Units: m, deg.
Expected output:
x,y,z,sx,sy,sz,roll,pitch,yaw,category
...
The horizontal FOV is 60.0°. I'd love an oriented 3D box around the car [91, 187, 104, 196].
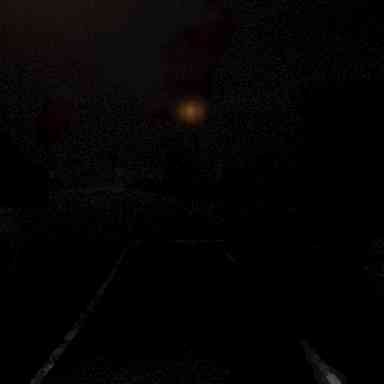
x,y,z,sx,sy,sz,roll,pitch,yaw,category
-16.018,-0.161,56.335,1.812,1.442,4.674,-1,2,-20,car
